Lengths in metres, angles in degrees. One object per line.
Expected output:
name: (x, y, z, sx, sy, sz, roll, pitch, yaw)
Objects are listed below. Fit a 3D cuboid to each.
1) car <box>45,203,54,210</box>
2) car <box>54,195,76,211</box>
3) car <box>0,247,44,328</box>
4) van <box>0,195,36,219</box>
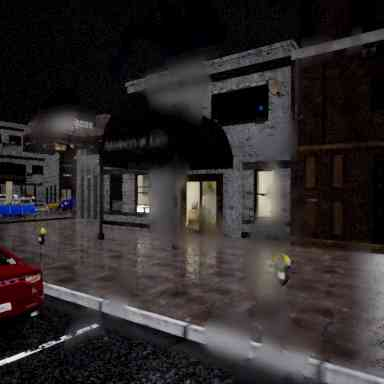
car: (-16.244, 1.569, 42.453, 1.752, 1.417, 4.829, 0, 0, 35)
car: (-13.712, 1.285, 41.539, 2.150, 2.045, 5.566, 0, 0, 36)
car: (-4.547, 1.544, 6.110, 4.507, 1.381, 1.887, 0, 0, 35)
van: (-15.640, 1.413, 28.724, 1.690, 1.788, 3.998, 0, 0, 35)
